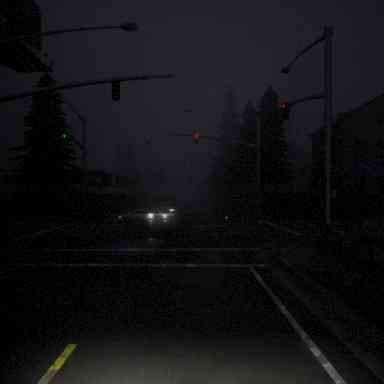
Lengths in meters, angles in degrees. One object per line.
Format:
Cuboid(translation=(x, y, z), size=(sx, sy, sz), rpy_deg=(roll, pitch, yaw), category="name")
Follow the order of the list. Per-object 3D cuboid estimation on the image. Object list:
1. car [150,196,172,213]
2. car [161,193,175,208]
Cuboid(translation=(-3.600, 1.503, 37.429), size=(1.837, 1.490, 4.892), rpy_deg=(0, 0, 0), category="car")
Cuboid(translation=(-3.588, 1.216, 47.891), size=(2.150, 2.045, 5.566), rpy_deg=(0, 0, 1), category="car")
